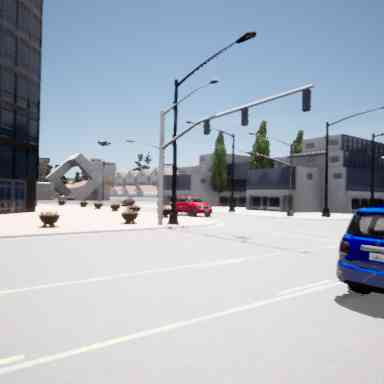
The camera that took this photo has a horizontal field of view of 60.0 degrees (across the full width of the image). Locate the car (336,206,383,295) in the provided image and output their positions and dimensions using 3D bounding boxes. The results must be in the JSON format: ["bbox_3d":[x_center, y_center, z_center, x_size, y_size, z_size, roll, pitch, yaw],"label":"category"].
[{"bbox_3d":[5.704,1.351,7.851,5.566,2.045,2.150,0,0,-35],"label":"car"}]

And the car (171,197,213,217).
[{"bbox_3d":[-0.096,1.541,35.713,2.150,2.045,5.566,2,-1,-35],"label":"car"}]

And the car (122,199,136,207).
[{"bbox_3d":[-11.623,1.933,61.311,1.882,1.535,5.008,1,-1,-20],"label":"car"}]
